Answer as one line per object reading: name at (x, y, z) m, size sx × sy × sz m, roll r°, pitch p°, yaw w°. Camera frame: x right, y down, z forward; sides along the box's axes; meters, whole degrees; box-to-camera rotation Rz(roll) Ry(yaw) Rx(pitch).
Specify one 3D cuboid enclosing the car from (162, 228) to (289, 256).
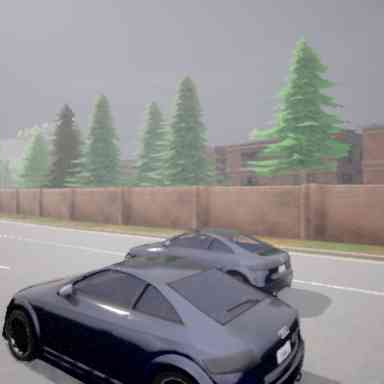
car at (0.246, 1.574, 8.112) m, size 4.181 × 1.385 × 1.994 m, roll 0°, pitch 0°, yaw 36°

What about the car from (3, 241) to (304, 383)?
car at (-0.714, 1.571, 4.498) m, size 4.181 × 1.385 × 1.994 m, roll 0°, pitch 0°, yaw 36°
